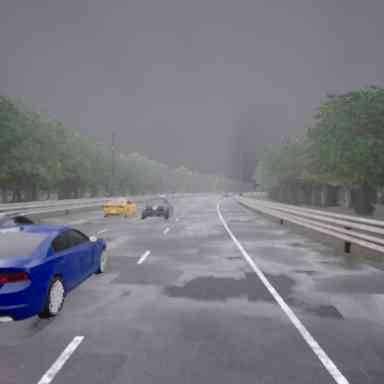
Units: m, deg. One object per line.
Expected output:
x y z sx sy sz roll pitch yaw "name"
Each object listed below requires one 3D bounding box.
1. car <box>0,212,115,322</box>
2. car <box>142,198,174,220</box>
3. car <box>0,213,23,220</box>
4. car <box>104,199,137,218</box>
-3.317 1.449 7.337 1.882 1.535 5.008 0 0 1 "car"
-2.719 1.252 27.261 2.097 1.767 4.553 0 0 3 "car"
-6.736 1.478 11.886 1.812 1.442 4.674 0 0 1 "car"
-6.149 1.370 28.924 1.882 1.535 5.008 0 0 3 "car"
